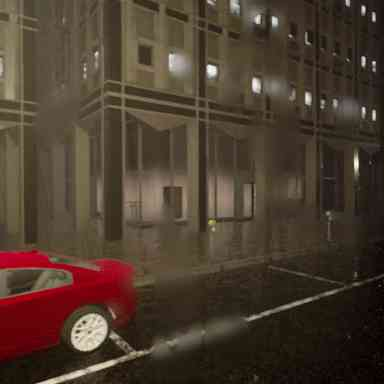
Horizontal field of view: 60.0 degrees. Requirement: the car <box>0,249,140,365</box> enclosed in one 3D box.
[{"bbox_3d":[-2.931,1.544,4.468,4.507,1.381,1.887,-1,0,-35],"label":"car"}]
